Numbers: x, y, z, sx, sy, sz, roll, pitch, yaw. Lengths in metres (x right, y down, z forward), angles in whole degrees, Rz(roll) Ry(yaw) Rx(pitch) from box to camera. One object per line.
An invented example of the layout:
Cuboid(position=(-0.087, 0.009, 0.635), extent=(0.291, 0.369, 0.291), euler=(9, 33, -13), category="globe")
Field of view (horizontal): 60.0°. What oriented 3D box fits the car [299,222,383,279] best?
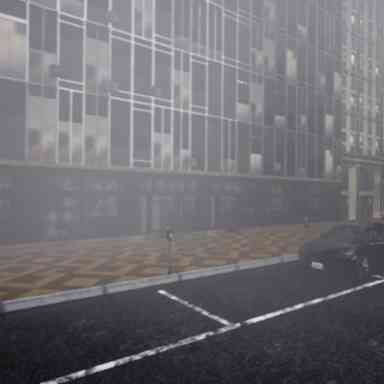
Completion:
Cuboid(position=(5.163, 1.624, 10.238), extent=(4.313, 1.339, 1.947), euler=(0, 0, -36), category="car")
